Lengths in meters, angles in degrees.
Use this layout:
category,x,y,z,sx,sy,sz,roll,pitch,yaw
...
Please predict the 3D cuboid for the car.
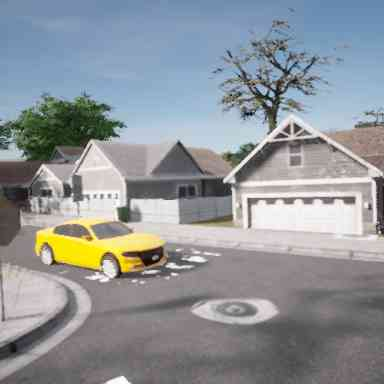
category,x,y,z,sx,sy,sz,roll,pitch,yaw
car,-3.097,1.617,10.898,5.008,1.535,1.882,0,3,35
